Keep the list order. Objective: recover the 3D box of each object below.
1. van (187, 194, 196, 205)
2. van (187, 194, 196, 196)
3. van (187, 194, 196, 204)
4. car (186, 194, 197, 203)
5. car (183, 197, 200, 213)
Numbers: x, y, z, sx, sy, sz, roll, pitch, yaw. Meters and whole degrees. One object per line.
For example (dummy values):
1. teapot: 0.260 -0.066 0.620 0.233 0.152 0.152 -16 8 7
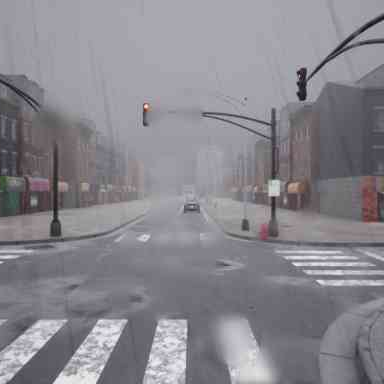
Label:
1. van: -0.099 1.345 59.142 1.690 1.788 3.998 0 0 0
2. van: -0.078 1.342 53.537 1.690 1.788 3.998 0 0 0
3. van: -0.119 1.349 64.748 1.690 1.788 3.998 0 0 0
4. car: -0.140 1.328 70.353 2.192 1.841 5.009 0 0 0
5. car: -0.016 1.564 36.720 1.947 1.339 4.313 0 0 0
